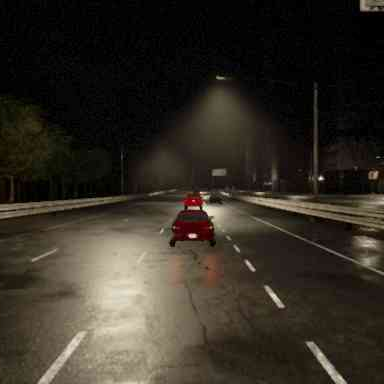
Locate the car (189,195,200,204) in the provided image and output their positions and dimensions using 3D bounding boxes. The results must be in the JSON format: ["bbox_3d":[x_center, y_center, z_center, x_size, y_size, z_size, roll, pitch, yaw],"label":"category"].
[{"bbox_3d":[0.399,1.272,59.132,1.837,1.490,4.892,0,0,1],"label":"car"}]

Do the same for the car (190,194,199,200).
[{"bbox_3d":[0.668,1.189,77.162,1.994,1.385,4.181,0,1,1],"label":"car"}]

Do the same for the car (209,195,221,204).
[{"bbox_3d":[3.984,1.253,57.897,1.882,1.535,5.008,0,1,1],"label":"car"}]

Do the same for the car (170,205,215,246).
[{"bbox_3d":[0.033,1.518,15.130,1.812,1.442,4.674,0,0,0],"label":"car"}]

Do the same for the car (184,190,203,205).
[{"bbox_3d":[0.200,1.112,41.176,2.150,2.045,5.566,0,0,1],"label":"car"}]
